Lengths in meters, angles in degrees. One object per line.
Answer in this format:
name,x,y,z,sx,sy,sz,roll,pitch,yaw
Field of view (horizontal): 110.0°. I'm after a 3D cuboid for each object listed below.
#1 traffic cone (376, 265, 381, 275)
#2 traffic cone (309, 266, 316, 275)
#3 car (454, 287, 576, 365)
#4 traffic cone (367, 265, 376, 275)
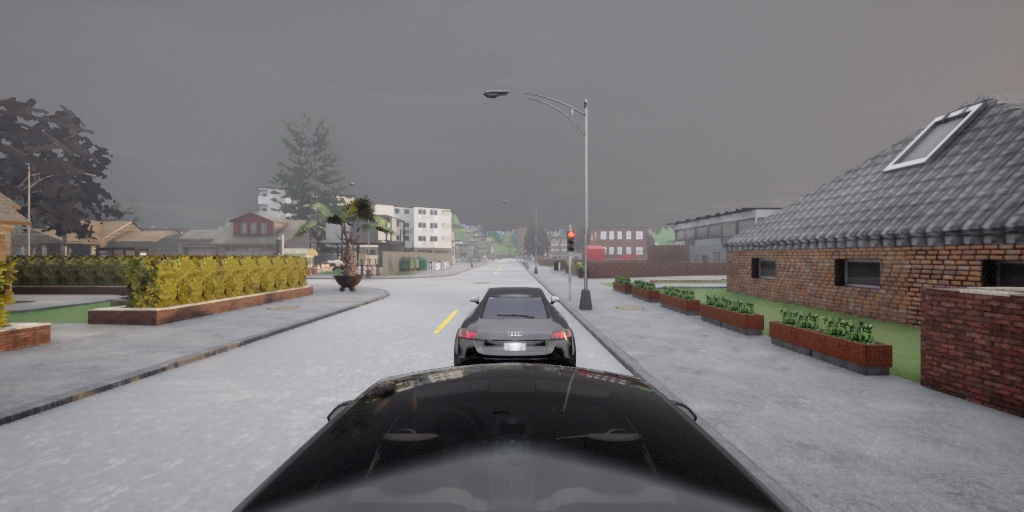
traffic cone,-15.391,1.558,40.712,0.344,0.586,0.344,0,0,0
traffic cone,-19.799,1.568,35.259,0.344,0.586,0.344,0,0,0
car,0.059,1.314,7.326,1.994,1.385,4.181,0,0,0
traffic cone,-15.752,1.561,40.143,0.344,0.586,0.344,0,0,0
